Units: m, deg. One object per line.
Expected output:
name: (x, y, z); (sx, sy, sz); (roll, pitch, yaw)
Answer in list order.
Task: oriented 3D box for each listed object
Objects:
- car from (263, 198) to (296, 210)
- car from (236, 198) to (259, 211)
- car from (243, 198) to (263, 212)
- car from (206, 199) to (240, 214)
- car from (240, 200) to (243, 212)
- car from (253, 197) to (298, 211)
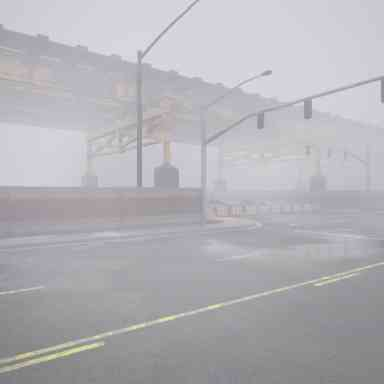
car: (9.985, 1.295, 40.165); (4.536, 1.218, 1.853); (0, 0, -7)
car: (6.141, 1.295, 36.462); (1.853, 1.218, 4.536); (0, 0, 18)
car: (6.125, 1.453, 36.413); (2.038, 1.542, 4.974); (0, 0, 18)
car: (2.327, 1.295, 33.736); (4.536, 1.218, 1.853); (0, 0, 8)
car: (2.379, 1.453, 33.729); (4.974, 1.542, 2.038); (0, 0, 8)
car: (10.036, 1.453, 40.171); (4.974, 1.542, 2.038); (0, 0, -7)
